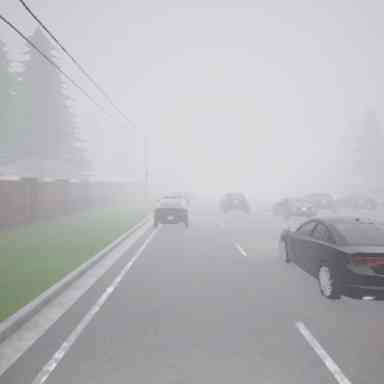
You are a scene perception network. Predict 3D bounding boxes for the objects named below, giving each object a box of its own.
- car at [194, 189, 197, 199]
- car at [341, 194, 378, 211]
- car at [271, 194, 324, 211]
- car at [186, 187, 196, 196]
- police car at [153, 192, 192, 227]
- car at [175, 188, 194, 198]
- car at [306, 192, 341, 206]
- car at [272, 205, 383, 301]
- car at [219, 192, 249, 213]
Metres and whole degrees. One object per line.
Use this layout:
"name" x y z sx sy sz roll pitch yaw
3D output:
"car" -0.154 0.467 54.990 1.812 1.442 4.674 0 1 0
"car" 14.018 0.928 28.793 2.128 1.511 4.902 0 1 0
"car" 7.033 1.091 23.420 2.033 1.411 5.357 0 1 0
"car" -0.196 -0.151 69.411 2.097 1.767 4.553 0 1 0
"police car" -1.105 1.050 19.419 1.930 1.638 5.238 0 1 0
"car" -1.151 0.672 35.275 2.097 1.767 4.553 0 1 0
"car" 10.519 0.796 28.506 2.097 1.767 4.553 0 1 0
"car" 3.578 1.319 8.026 1.882 1.535 5.008 0 1 0
"car" 3.519 0.800 28.488 2.097 1.767 4.553 0 1 0
